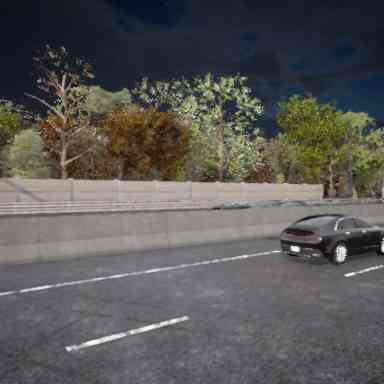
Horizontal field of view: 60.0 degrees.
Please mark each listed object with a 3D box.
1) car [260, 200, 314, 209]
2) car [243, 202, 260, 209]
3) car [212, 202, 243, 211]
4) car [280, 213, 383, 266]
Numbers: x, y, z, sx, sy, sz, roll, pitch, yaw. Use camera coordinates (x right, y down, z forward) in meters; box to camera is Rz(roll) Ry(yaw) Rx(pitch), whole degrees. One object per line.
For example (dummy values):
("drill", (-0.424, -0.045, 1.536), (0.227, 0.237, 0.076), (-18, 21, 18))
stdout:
("car", (8.145, 1.548, 26.951), (4.892, 1.490, 1.837), (1, -1, -35))
("car", (7.321, 1.550, 30.651), (4.892, 1.490, 1.837), (1, 0, -35))
("car", (4.235, 1.642, 32.759), (4.718, 1.301, 1.895), (0, 0, -35))
("car", (5.176, 1.522, 11.741), (4.892, 1.490, 1.837), (0, 0, -36))
